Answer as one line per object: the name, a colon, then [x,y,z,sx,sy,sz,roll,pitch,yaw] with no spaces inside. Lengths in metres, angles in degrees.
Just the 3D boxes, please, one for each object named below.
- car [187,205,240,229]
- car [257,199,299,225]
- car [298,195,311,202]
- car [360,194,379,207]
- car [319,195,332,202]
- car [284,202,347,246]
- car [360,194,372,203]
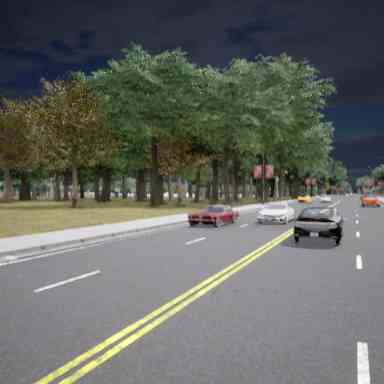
car: [1.471,1.508,21.395,1.895,1.301,4.718,0,0,26]
car: [5.899,1.423,23.023,1.812,1.442,4.674,0,0,26]
car: [19.691,1.237,58.252,1.882,1.535,5.008,0,0,27]
car: [25.316,1.145,47.254,2.097,1.767,4.553,0,0,26]
car: [23.722,1.282,59.062,1.812,1.442,4.674,0,0,27]
car: [5.838,1.422,15.100,2.128,1.511,4.902,0,0,26]
car: [33.798,1.237,64.686,1.837,1.490,4.892,0,0,26]
